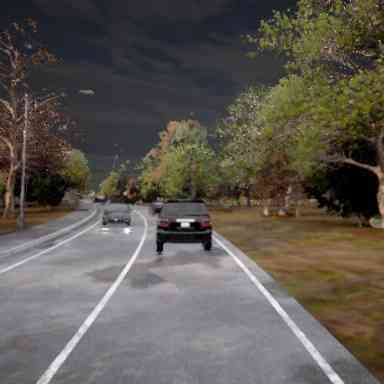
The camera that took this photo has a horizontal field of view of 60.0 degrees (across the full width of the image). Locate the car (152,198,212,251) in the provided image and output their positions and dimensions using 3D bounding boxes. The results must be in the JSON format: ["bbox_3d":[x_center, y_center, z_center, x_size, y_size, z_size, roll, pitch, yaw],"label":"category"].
[{"bbox_3d":[-0.445,1.269,14.526,2.150,2.045,5.566,0,0,-4],"label":"car"}]

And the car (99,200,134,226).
[{"bbox_3d":[-5.221,1.535,23.601,1.837,1.490,4.892,1,0,-9],"label":"car"}]

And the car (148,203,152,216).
[{"bbox_3d":[-3.369,1.645,33.907,2.033,1.411,5.357,1,0,-13],"label":"car"}]

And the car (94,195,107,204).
[{"bbox_3d":[-17.382,1.398,62.943,1.882,1.535,5.008,2,-1,-24],"label":"car"}]
